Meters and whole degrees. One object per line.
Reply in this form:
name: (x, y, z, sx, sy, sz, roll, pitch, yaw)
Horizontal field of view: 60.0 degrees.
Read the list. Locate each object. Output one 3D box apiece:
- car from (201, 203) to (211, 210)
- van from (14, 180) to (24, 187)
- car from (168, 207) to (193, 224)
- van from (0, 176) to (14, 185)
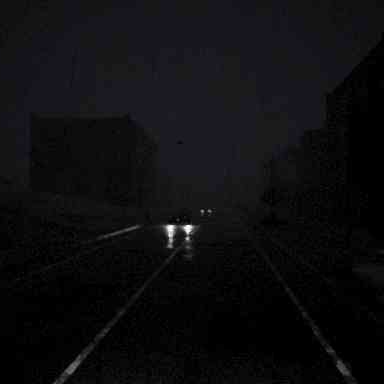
car: (3.017, 3.058, 70.509, 1.837, 1.490, 4.892, 0, -1, 5)
van: (-32.207, -1.152, 59.343, 1.878, 1.987, 4.442, 1, -4, -11)
car: (-0.948, 2.094, 30.091, 1.812, 1.442, 4.674, 0, -1, 6)
van: (-31.117, -1.528, 53.925, 1.878, 1.987, 4.442, 1, -4, -10)
